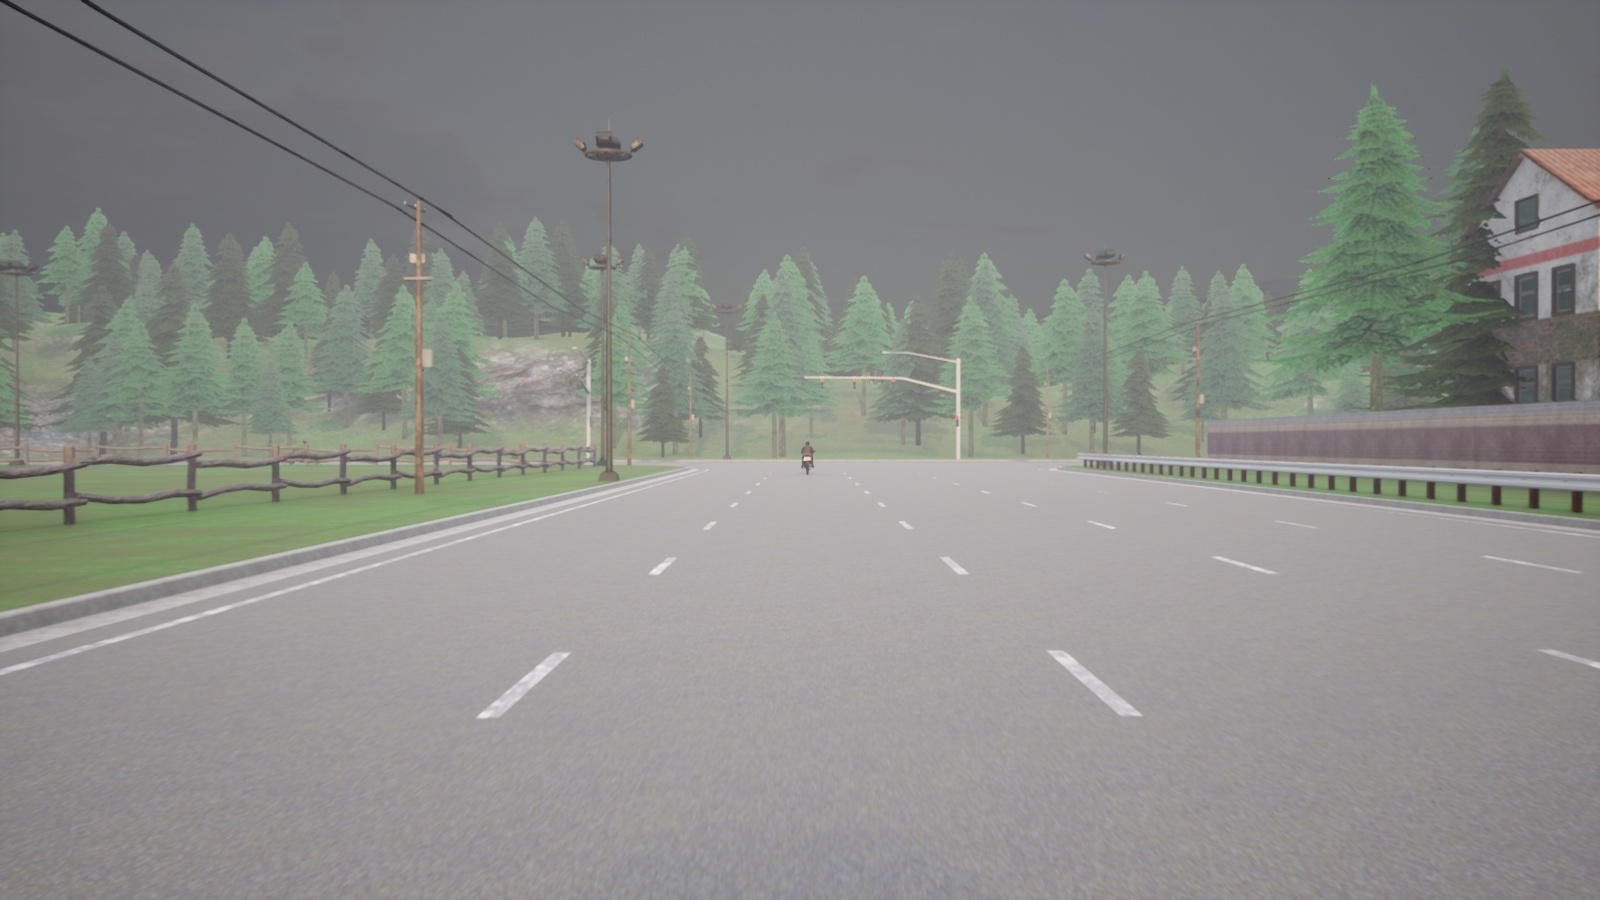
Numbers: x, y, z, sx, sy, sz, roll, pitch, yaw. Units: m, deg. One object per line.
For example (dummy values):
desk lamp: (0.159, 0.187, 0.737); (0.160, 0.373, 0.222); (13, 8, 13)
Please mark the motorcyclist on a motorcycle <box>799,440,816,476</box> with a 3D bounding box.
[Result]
motorcyclist on a motorcycle: (0.339, 0.339, 56.814); (0.797, 1.523, 2.044); (0, 2, 0)
